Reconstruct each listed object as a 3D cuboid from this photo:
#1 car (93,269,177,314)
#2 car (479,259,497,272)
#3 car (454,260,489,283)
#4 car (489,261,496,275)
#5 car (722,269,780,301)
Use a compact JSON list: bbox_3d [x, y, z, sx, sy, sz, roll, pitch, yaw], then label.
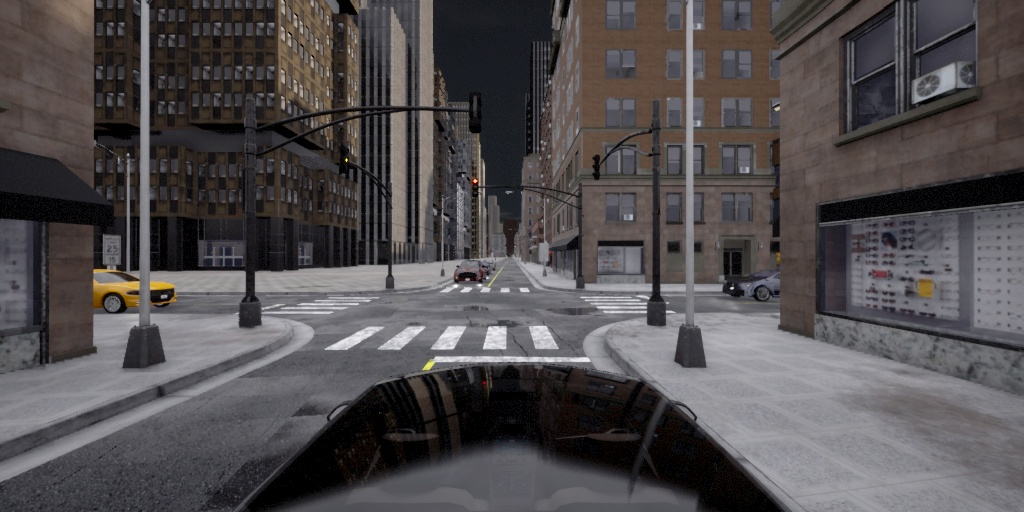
[{"bbox_3d":[-15.369,1.232,13.247,5.008,1.535,1.882,0,0,0],"label":"car"},{"bbox_3d":[-3.189,1.241,48.493,2.128,1.511,4.902,0,0,0],"label":"car"},{"bbox_3d":[-3.159,1.102,27.816,2.097,1.767,4.553,0,0,0],"label":"car"},{"bbox_3d":[-3.175,1.298,38.075,2.033,1.411,5.357,0,0,0],"label":"car"},{"bbox_3d":[12.219,1.313,16.687,4.181,1.385,1.994,0,0,-1],"label":"car"}]
